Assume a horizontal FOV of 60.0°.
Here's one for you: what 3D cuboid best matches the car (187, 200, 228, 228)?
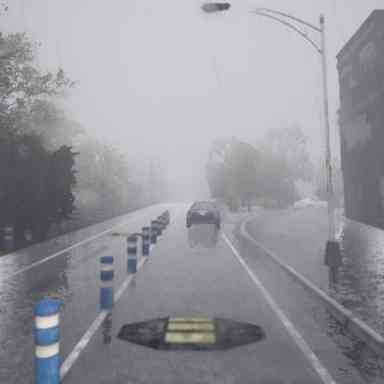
[{"bbox_3d":[1.093,1.282,22.083,2.097,1.767,4.553,-1,1,13],"label":"car"}]

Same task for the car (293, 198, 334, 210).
[{"bbox_3d":[13.037,1.358,35.705,4.674,1.442,1.812,0,-6,-23],"label":"car"}]
